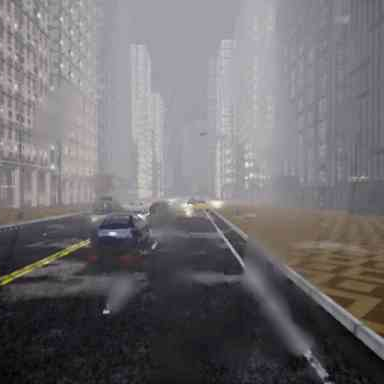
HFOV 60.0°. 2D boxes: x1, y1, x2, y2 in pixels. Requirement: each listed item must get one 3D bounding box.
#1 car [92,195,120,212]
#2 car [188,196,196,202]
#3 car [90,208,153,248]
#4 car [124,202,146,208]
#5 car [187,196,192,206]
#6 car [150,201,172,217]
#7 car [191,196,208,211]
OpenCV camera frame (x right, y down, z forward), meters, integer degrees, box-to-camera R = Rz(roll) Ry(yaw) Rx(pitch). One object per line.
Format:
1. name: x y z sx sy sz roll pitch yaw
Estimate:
1. car: -9.819 1.398 38.515 2.150 2.045 5.566 0 0 0
2. car: 0.023 1.709 79.799 1.812 1.442 4.674 0 0 0
3. car: -3.146 1.634 15.194 1.994 1.385 4.181 0 0 0
4. car: -6.569 1.778 38.557 1.895 1.301 4.718 0 0 0
5. car: 0.018 1.851 62.728 1.994 1.385 4.181 0 0 0
6. car: -3.139 1.633 33.628 1.882 1.535 5.008 0 0 0
7. car: 1.151 1.657 43.583 1.801 1.575 5.366 0 0 0
